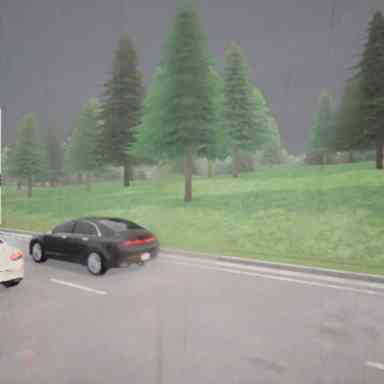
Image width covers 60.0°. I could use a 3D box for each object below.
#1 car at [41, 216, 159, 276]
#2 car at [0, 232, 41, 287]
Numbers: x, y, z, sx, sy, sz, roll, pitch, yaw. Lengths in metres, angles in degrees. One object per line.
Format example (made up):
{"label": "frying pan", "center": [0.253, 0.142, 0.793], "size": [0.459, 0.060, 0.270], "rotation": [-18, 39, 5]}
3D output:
{"label": "car", "center": [-3.226, 1.526, 10.480], "size": [4.892, 1.490, 1.837], "rotation": [0, 0, 36]}
{"label": "car", "center": [-5.858, 1.548, 8.070], "size": [4.674, 1.442, 1.812], "rotation": [0, 0, 36]}
